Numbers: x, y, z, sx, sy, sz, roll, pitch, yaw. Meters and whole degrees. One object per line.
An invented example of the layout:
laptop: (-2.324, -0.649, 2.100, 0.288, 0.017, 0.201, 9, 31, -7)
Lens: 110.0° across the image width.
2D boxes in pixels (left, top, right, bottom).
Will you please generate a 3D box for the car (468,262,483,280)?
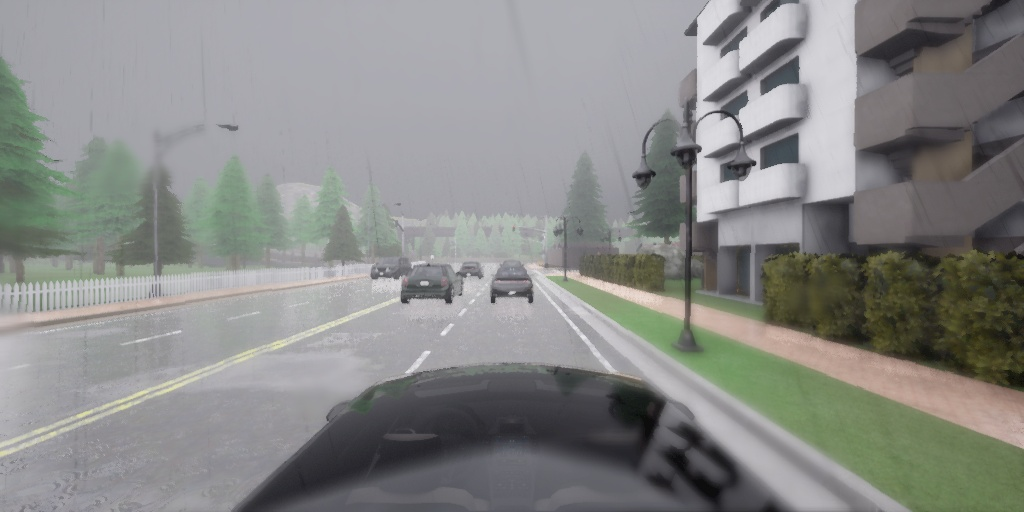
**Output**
car: (-3.500, 1.264, 31.500, 1.837, 1.490, 4.892, 0, 0, 0)

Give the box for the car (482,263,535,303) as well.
car: (0.000, 1.242, 16.500, 2.128, 1.511, 4.902, 0, 0, 0)

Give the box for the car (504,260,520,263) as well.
car: (0.000, 1.113, 31.470, 2.097, 1.767, 4.553, 0, 0, 0)

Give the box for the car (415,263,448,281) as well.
car: (-7.000, 1.347, 31.630, 1.994, 1.385, 4.181, 0, 0, 0)

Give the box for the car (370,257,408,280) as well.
car: (-10.500, 1.074, 31.600, 2.150, 2.045, 5.566, 0, 0, 0)

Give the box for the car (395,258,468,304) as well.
car: (-3.500, 1.113, 16.470, 2.097, 1.767, 4.553, 0, 0, 0)
